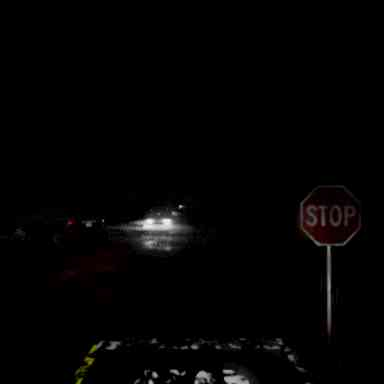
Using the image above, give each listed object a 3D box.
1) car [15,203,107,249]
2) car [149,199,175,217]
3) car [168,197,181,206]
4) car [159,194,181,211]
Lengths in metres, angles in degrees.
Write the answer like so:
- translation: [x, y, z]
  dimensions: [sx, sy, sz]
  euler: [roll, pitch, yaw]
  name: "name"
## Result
- translation: [-5.847, 1.356, 14.671]
  dimensions: [4.553, 1.767, 2.097]
  euler: [-1, -1, 37]
  name: "car"
- translation: [-2.877, 1.616, 31.075]
  dimensions: [1.895, 1.301, 4.718]
  euler: [0, 0, 0]
  name: "car"
- translation: [-2.861, 1.583, 55.819]
  dimensions: [1.994, 1.385, 4.181]
  euler: [0, 0, 0]
  name: "car"
- translation: [-2.862, 1.239, 41.835]
  dimensions: [2.150, 2.045, 5.566]
  euler: [0, 0, 3]
  name: "car"
